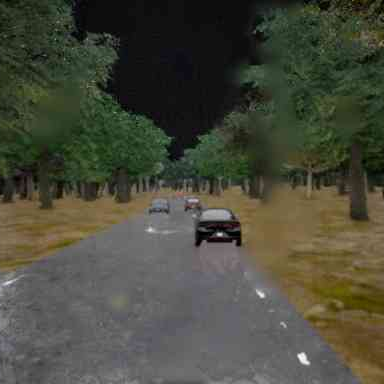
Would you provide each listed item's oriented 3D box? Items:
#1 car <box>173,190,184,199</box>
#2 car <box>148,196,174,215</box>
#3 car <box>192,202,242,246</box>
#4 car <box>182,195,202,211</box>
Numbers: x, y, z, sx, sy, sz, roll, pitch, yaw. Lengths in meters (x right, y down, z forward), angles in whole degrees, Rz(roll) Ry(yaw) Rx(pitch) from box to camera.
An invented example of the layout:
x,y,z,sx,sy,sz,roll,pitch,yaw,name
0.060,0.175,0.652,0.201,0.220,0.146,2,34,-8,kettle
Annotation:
x,y,z,sx,sy,sz,roll,pitch,yaw,name
-3.060,0.607,74.480,2.150,2.045,5.566,0,1,-1,car
-3.095,1.359,32.469,1.837,1.490,4.892,0,0,0,car
1.049,1.427,14.970,1.882,1.535,5.008,0,0,0,car
0.115,1.349,36.802,1.812,1.442,4.674,0,1,0,car
